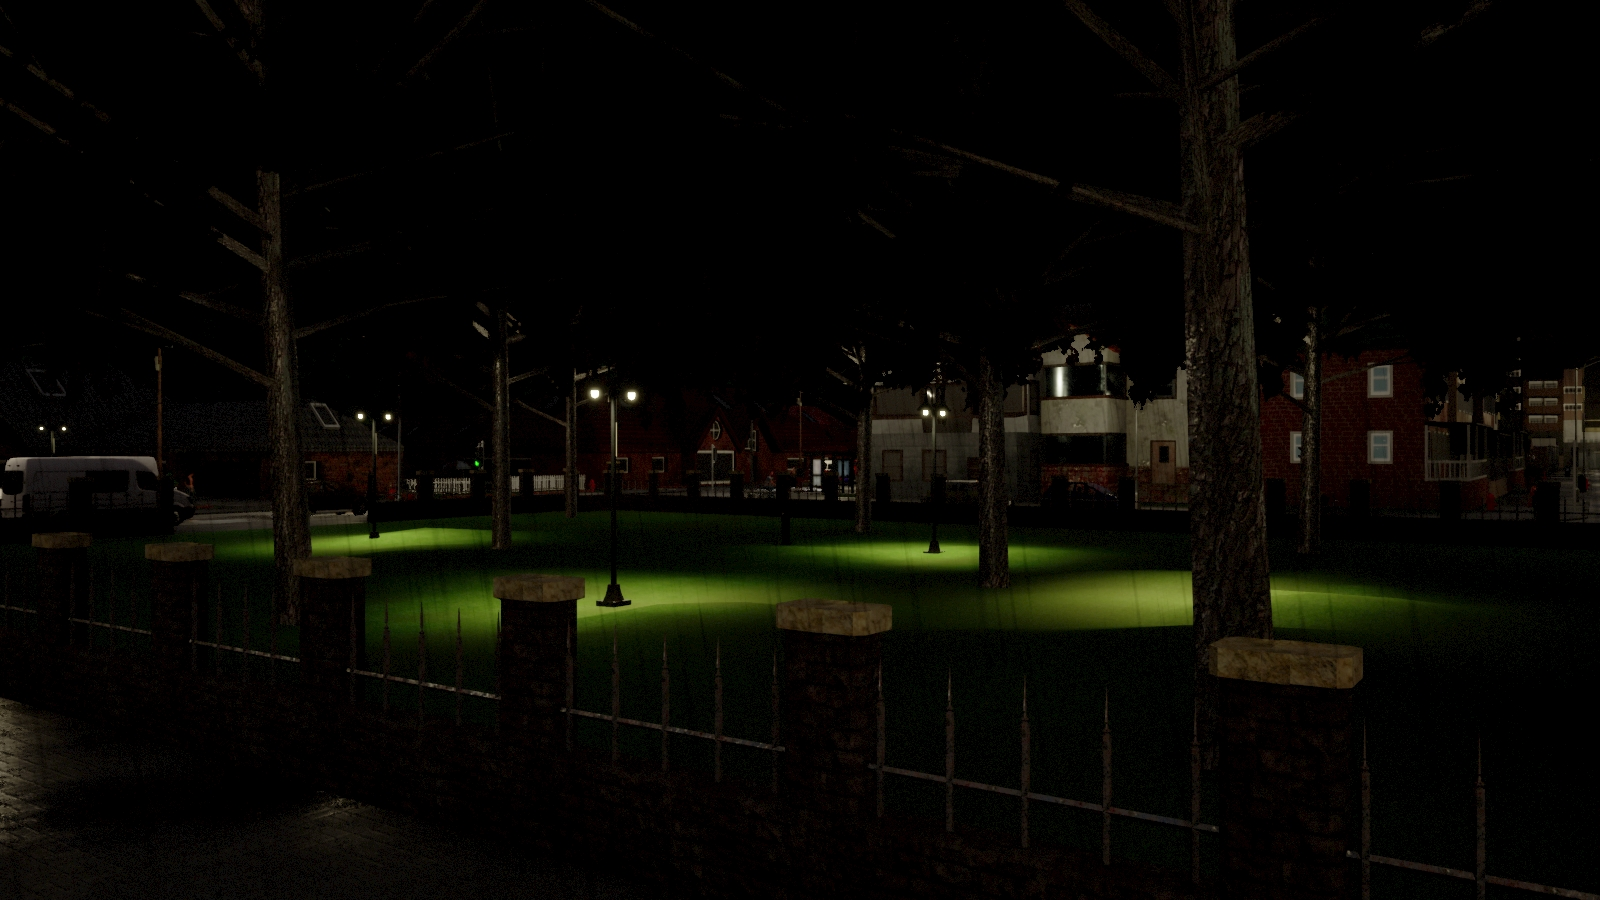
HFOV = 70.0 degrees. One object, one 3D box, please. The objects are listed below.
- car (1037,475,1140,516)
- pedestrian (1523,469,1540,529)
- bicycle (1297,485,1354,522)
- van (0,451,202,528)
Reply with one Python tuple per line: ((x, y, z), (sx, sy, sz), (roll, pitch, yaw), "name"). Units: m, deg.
((11.752, 1.818, 46.570), (3.633, 1.501, 1.845), (0, 0, 35), "car")
((22.953, 1.525, 35.842), (0.375, 1.860, 0.375), (0, 0, -42), "pedestrian")
((19.045, 1.940, 41.435), (1.835, 1.271, 0.329), (0, 0, 35), "bicycle")
((-24.834, 1.314, 40.797), (1.988, 2.561, 5.915), (0, 0, 36), "van")
